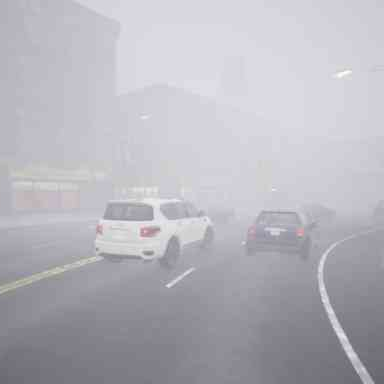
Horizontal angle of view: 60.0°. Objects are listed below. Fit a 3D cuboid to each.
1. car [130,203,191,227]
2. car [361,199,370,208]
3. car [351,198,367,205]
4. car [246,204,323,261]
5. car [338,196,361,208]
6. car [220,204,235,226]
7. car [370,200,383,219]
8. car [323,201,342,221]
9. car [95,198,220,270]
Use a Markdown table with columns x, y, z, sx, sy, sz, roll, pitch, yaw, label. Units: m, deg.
| x | y | z | sx | sy | sz | roll | pitch | yaw | label |
| --- | --- | --- | --- | --- | --- | --- | --- | --- | --- |
| -2.152 | 1.558 | 23.633 | 1.994 | 1.385 | 4.181 | 1 | 0 | 36 | car |
| 29.138 | 1.926 | 53.249 | 1.994 | 1.385 | 4.181 | 1 | 0 | 43 | car |
| 34.725 | 2.031 | 69.043 | 1.895 | 1.301 | 4.718 | 1 | 0 | 42 | car |
| 3.674 | 1.402 | 12.964 | 2.097 | 1.767 | 4.553 | 1 | 0 | 25 | car |
| 26.511 | 1.898 | 55.558 | 1.994 | 1.385 | 4.181 | 1 | 0 | 43 | car |
| 1.014 | 1.506 | 22.135 | 1.882 | 1.535 | 5.008 | 0 | 0 | 38 | car |
| 18.749 | 1.583 | 31.324 | 2.097 | 1.767 | 4.553 | 1 | 0 | 42 | car |
| 9.970 | 1.678 | 26.946 | 2.033 | 1.411 | 5.357 | 1 | 0 | 43 | car |
| -0.974 | 1.219 | 11.406 | 2.150 | 2.045 | 5.566 | 0 | 0 | 21 | car |
